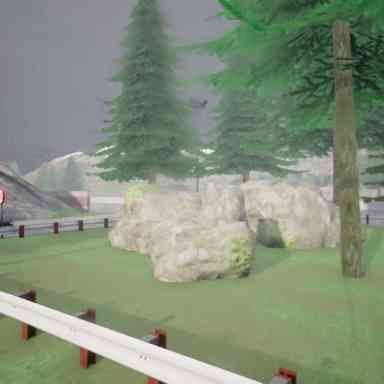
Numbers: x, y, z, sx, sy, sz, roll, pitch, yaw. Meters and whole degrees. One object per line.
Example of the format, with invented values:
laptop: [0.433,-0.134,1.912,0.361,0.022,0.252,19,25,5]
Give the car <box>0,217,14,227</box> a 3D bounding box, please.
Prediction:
car: [-10.966,1.368,15.424,5.357,1.411,2.033,0,0,16]
